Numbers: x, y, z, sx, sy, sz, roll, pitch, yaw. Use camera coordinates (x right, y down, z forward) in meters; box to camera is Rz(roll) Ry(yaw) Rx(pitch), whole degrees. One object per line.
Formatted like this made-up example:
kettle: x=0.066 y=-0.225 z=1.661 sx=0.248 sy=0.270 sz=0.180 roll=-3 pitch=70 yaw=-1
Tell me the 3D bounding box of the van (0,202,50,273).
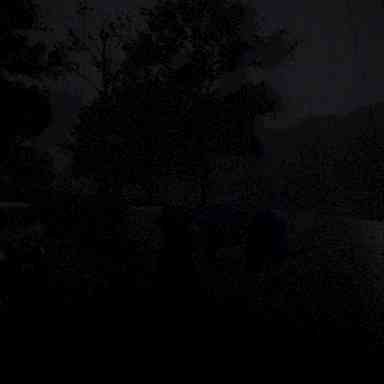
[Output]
van: x=-5.789 y=1.263 z=9.312 sx=4.442 sy=1.987 sz=1.878 roll=-1 pitch=-1 yaw=35
